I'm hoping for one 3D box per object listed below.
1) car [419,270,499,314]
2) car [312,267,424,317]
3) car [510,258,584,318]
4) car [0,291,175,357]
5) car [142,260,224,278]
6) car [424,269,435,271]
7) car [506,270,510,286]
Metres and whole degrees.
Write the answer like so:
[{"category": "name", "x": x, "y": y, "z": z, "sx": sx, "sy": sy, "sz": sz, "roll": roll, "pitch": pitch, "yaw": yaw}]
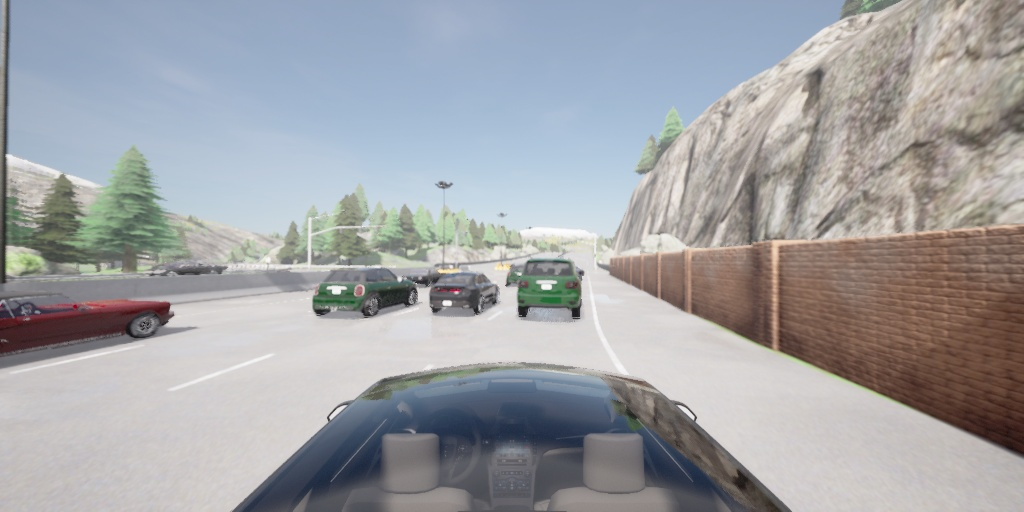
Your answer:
[{"category": "car", "x": -1.797, "y": 1.400, "z": 14.708, "sx": 1.837, "sy": 1.490, "sz": 4.892, "roll": 0, "pitch": 0, "yaw": 10}, {"category": "car", "x": -5.463, "y": 1.221, "z": 13.984, "sx": 2.097, "sy": 1.767, "sz": 4.553, "roll": 0, "pitch": -1, "yaw": 10}, {"category": "car", "x": 1.590, "y": 1.120, "z": 13.960, "sx": 2.150, "sy": 2.045, "sz": 5.566, "roll": 0, "pitch": -1, "yaw": 11}, {"category": "car", "x": -10.001, "y": 1.370, "z": 7.353, "sx": 1.895, "sy": 1.301, "sz": 4.718, "roll": 0, "pitch": -1, "yaw": 5}, {"category": "car", "x": -24.513, "y": 1.071, "z": 26.920, "sx": 2.128, "sy": 1.511, "sz": 4.902, "roll": 0, "pitch": -1, "yaw": 12}, {"category": "car", "x": -6.489, "y": 1.619, "z": 27.167, "sx": 1.895, "sy": 1.301, "sz": 4.718, "roll": 0, "pitch": -1, "yaw": 11}, {"category": "car", "x": 0.933, "y": 1.420, "z": 28.504, "sx": 2.097, "sy": 1.767, "sz": 4.553, "roll": 0, "pitch": -1, "yaw": 11}]
